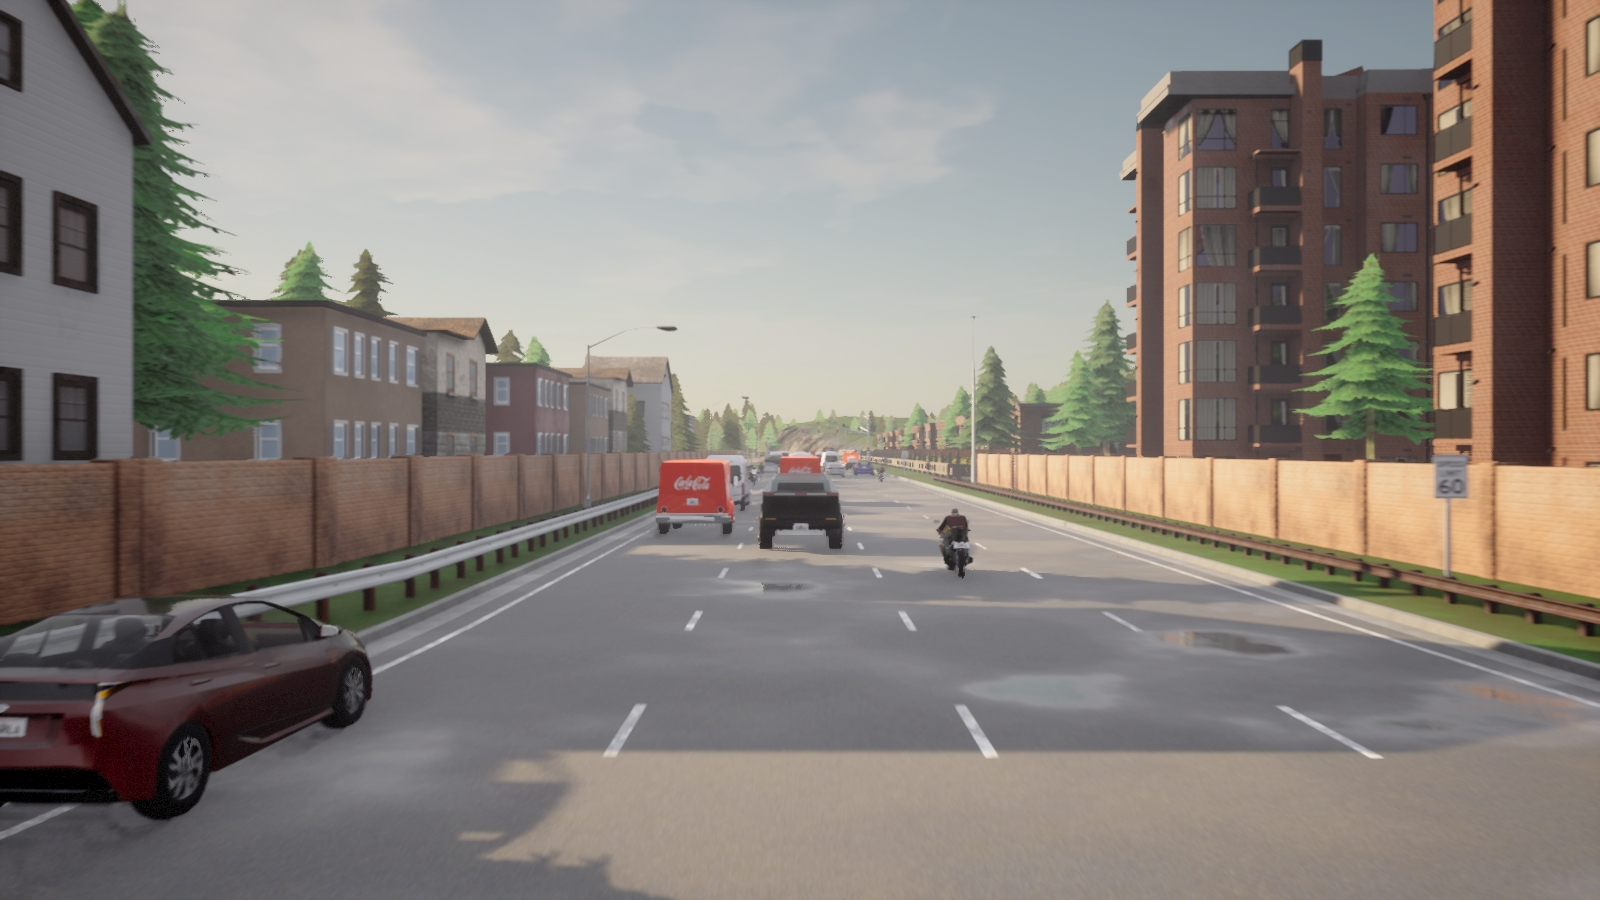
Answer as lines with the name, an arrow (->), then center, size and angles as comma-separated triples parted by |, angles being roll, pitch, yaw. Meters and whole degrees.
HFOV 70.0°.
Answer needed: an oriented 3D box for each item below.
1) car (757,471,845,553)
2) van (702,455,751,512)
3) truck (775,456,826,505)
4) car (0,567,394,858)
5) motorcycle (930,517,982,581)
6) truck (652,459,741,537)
car -> 0.021, 1.754, 34.329 | 2.390, 2.098, 6.274 | 0, 0, 0
van -> -3.484, 1.535, 55.114 | 1.988, 2.561, 5.915 | 0, 0, 0
truck -> 0.024, 1.569, 61.028 | 2.627, 2.467, 5.204 | 0, 0, 0
car -> -5.494, 2.040, 10.151 | 2.007, 1.525, 4.514 | 0, 0, 3
motorcycle -> 3.513, 2.205, 25.873 | 0.867, 1.251, 2.209 | 0, 0, 0
truck -> -3.482, 1.568, 39.551 | 2.627, 2.467, 5.204 | 0, 0, 0
